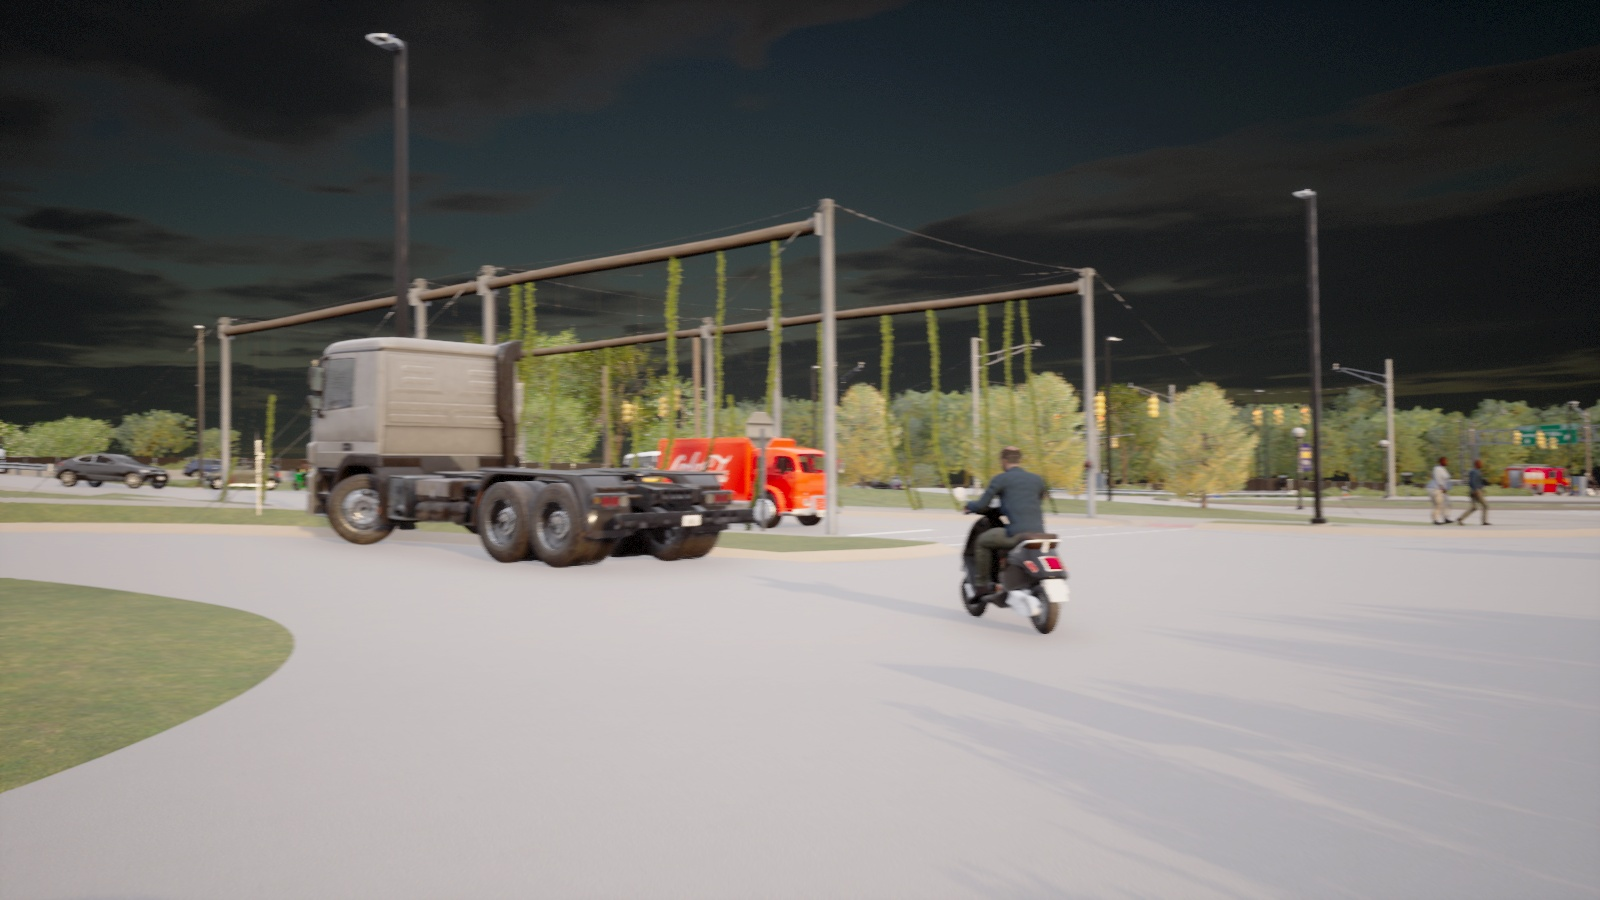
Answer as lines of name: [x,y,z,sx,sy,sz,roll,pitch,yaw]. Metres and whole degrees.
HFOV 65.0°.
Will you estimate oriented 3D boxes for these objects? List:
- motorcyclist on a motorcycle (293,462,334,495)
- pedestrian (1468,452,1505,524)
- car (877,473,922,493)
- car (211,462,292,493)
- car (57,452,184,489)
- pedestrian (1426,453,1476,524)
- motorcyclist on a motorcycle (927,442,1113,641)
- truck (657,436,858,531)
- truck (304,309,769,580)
motorcyclist on a motorcycle: [-23.413,1.344,60.406,2.044,1.523,0.797,1,-1,36]
pedestrian: [17.861,0.990,32.692,0.726,1.835,0.370,-1,-1,15]
car: [7.569,2.525,95.873,1.816,1.474,4.193,1,-2,-22]
car: [-29.002,1.471,66.372,3.705,1.549,1.789,2,-2,-30]
car: [-32.650,0.982,60.412,5.027,1.651,2.152,1,-2,7]
pedestrian: [17.325,1.011,33.423,0.900,1.855,0.874,-2,-2,44]
motorcyclist on a motorcycle: [1.878,0.752,11.051,0.866,1.590,1.817,0,-1,-17]
truck: [-1.256,0.885,35.279,5.204,2.467,2.627,0,-1,39]
truck: [-4.429,-0.130,19.759,7.936,3.462,2.891,1,1,41]
